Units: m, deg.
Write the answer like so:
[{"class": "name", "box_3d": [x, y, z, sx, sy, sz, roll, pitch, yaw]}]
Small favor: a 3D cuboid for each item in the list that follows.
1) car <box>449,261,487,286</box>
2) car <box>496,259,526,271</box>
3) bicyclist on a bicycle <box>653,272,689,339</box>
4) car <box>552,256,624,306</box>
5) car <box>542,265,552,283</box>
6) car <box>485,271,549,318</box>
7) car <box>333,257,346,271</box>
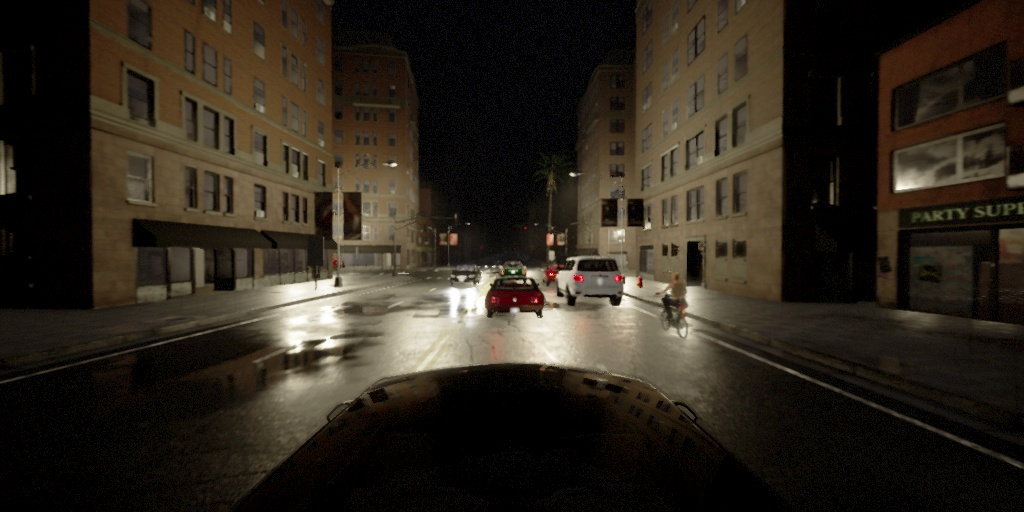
[{"class": "car", "box_3d": [-3.314, 1.336, 26.207, 2.128, 1.511, 4.902, 0, 0, 0]}, {"class": "car", "box_3d": [0.045, 1.205, 28.081, 2.097, 1.767, 4.553, 0, 0, -1]}, {"class": "bicyclist on a bicycle", "box_3d": [4.162, 1.214, 9.243, 0.866, 1.612, 1.509, 0, 0, 0]}, {"class": "car", "box_3d": [3.329, 1.027, 16.288, 2.150, 2.045, 5.566, 0, 0, 0]}, {"class": "car", "box_3d": [3.235, 1.370, 25.973, 1.812, 1.442, 4.674, 0, 0, 0]}, {"class": "car", "box_3d": [0.094, 1.395, 13.266, 1.895, 1.301, 4.718, 0, 0, 0]}, {"class": "car", "box_3d": [-23.920, 1.011, 45.707, 5.009, 1.841, 2.192, 0, 0, -9]}]
